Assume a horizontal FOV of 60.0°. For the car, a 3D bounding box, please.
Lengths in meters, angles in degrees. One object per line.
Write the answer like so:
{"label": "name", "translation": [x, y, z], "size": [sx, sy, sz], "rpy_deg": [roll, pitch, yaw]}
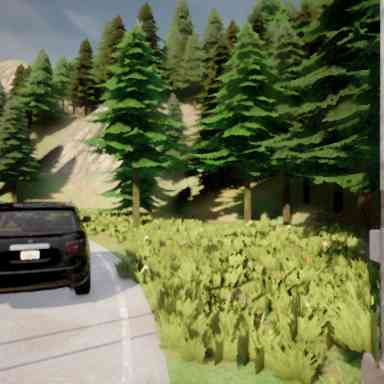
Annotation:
{"label": "car", "translation": [-3.807, 1.233, 8.496], "size": [2.150, 2.045, 5.566], "rpy_deg": [0, 0, -20]}
